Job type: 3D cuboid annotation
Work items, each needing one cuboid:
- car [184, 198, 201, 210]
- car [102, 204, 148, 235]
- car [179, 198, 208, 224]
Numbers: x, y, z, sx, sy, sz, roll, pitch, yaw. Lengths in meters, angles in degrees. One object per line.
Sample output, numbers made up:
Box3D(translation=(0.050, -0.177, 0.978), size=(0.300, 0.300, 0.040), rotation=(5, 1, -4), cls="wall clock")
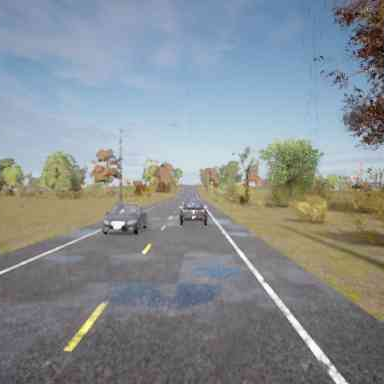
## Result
Box3D(translation=(0.107, 1.423, 41.521), size=(1.994, 1.385, 4.181), rotation=(0, 0, 0), cls="car")
Box3D(translation=(-3.589, 1.433, 18.497), size=(2.128, 1.511, 4.902), rotation=(0, 0, 0), cls="car")
Box3D(translation=(0.104, 1.415, 23.678), size=(2.128, 1.511, 4.902), rotation=(0, 0, 0), cls="car")
